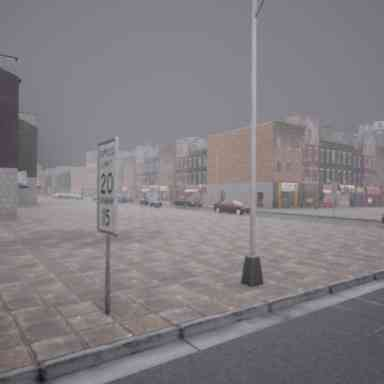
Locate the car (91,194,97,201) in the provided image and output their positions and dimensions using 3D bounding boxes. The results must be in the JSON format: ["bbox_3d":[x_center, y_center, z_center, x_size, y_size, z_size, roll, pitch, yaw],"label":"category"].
[{"bbox_3d":[-16.196,1.052,58.584,1.837,1.490,4.892,1,0,-35],"label":"car"}]

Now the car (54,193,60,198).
[{"bbox_3d":[-31.065,0.926,80.210,1.887,1.381,4.507,1,0,-35],"label":"car"}]

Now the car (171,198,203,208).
[{"bbox_3d":[-0.767,1.371,42.224,1.895,1.301,4.718,1,0,-35],"label":"car"}]

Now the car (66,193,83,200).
[{"bbox_3d":[-24.706,0.998,71.249,2.008,1.369,4.403,1,0,-35],"label":"car"}]

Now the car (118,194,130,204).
[{"bbox_3d":[-12.140,1.079,52.878,1.882,1.535,5.008,1,0,-35],"label":"car"}]

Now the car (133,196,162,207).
[{"bbox_3d":[-5.632,1.263,44.365,1.947,1.339,4.313,1,0,-35],"label":"car"}]

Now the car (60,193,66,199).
[{"bbox_3d":[-27.885,0.958,75.729,1.887,1.381,4.507,1,0,-35],"label":"car"}]

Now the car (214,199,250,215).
[{"bbox_3d":[3.905,1.401,30.925,1.887,1.381,4.507,2,0,-35],"label":"car"}]

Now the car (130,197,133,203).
[{"bbox_3d":[-11.985,1.153,58.024,2.033,1.411,5.357,1,0,-35],"label":"car"}]

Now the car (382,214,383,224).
[{"bbox_3d":[14.615,1.522,20.598,5.008,1.535,1.882,1,2,40],"label":"car"}]
